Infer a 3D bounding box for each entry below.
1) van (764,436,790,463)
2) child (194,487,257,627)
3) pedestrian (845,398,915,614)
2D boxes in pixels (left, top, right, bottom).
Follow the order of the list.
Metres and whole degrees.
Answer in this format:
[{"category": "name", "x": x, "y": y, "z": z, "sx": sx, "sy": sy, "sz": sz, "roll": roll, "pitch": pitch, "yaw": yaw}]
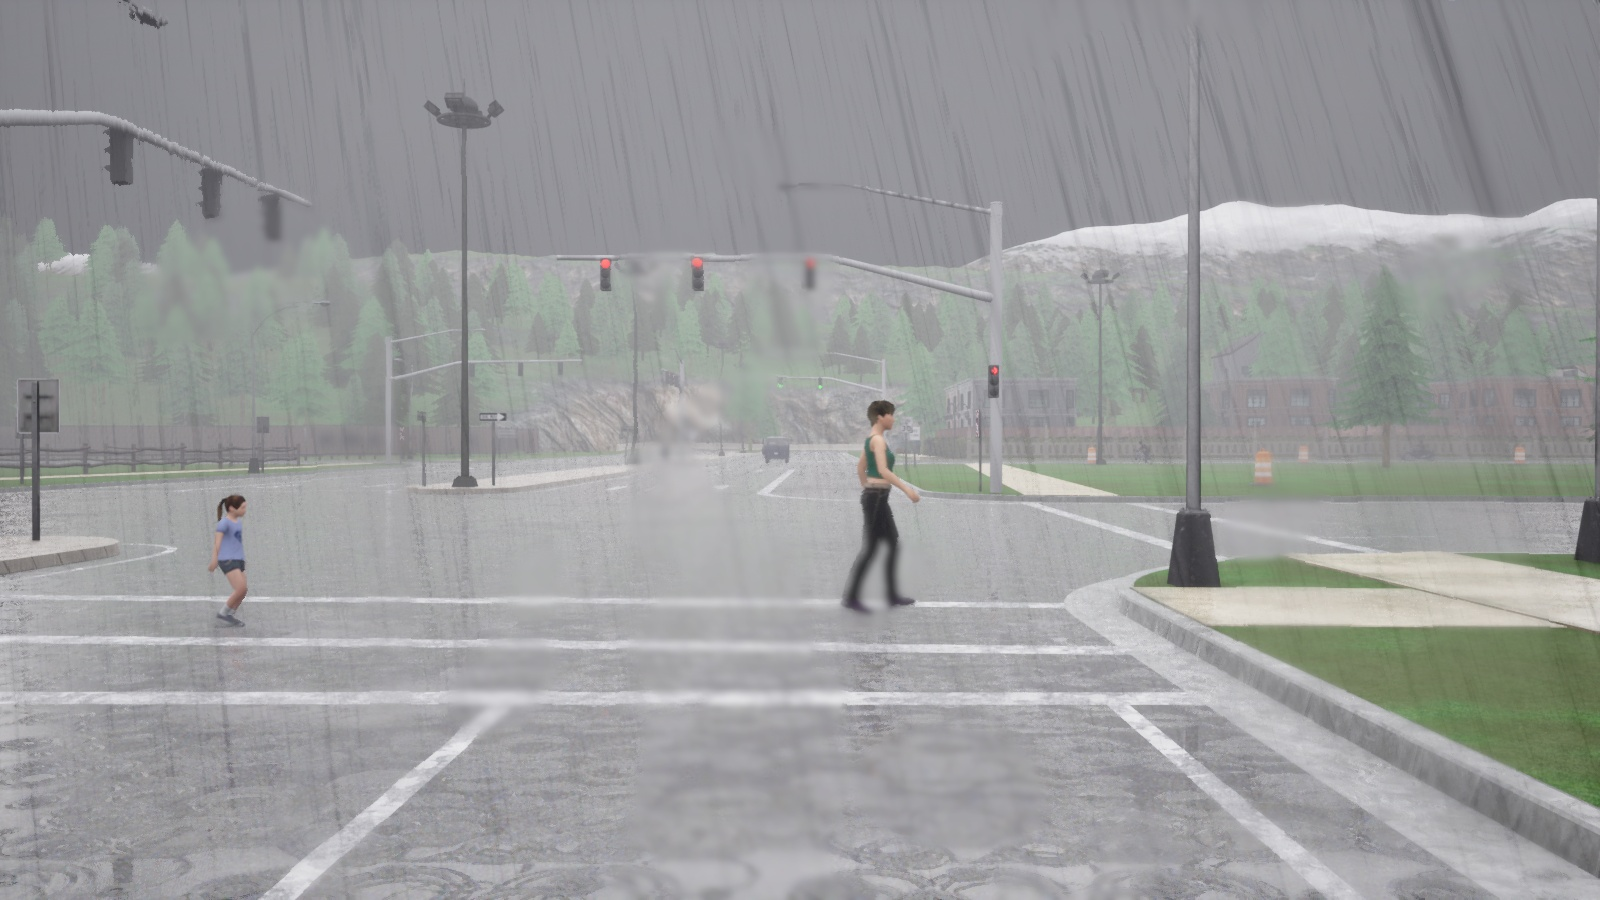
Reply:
[{"category": "van", "x": -1.678, "y": -0.031, "z": 93.761, "sx": 1.775, "sy": 1.987, "sz": 4.442, "roll": 0, "pitch": 0, "yaw": 1}, {"category": "child", "x": -4.632, "y": 0.854, "z": 10.135, "sx": 0.394, "sy": 1.110, "sz": 0.255, "roll": 0, "pitch": 0, "yaw": -3}, {"category": "pedestrian", "x": 0.686, "y": 0.475, "z": 10.853, "sx": 0.594, "sy": 1.836, "sz": 0.345, "roll": 0, "pitch": 0, "yaw": 1}]
